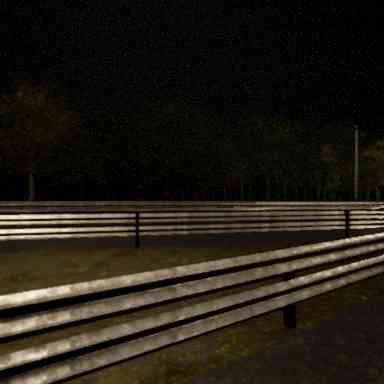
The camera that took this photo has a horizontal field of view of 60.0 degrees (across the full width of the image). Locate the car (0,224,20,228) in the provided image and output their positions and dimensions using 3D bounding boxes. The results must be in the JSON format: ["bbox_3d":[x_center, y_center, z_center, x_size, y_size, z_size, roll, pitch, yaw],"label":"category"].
[{"bbox_3d":[-11.135,1.335,15.568,5.357,1.411,2.033,0,0,-18],"label":"car"}]
